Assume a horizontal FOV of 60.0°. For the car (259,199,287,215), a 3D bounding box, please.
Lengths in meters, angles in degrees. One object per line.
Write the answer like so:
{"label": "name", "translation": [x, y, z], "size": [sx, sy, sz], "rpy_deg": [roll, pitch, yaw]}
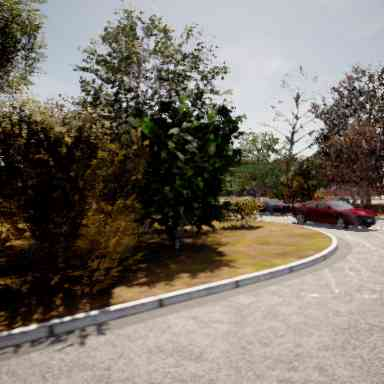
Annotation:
{"label": "car", "translation": [6.128, 1.243, 28.362], "size": [1.895, 1.301, 4.718], "rpy_deg": [0, 0, -37]}

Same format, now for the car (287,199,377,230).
{"label": "car", "translation": [7.866, 1.159, 18.777], "size": [1.882, 1.535, 5.008], "rpy_deg": [0, 0, -22]}
